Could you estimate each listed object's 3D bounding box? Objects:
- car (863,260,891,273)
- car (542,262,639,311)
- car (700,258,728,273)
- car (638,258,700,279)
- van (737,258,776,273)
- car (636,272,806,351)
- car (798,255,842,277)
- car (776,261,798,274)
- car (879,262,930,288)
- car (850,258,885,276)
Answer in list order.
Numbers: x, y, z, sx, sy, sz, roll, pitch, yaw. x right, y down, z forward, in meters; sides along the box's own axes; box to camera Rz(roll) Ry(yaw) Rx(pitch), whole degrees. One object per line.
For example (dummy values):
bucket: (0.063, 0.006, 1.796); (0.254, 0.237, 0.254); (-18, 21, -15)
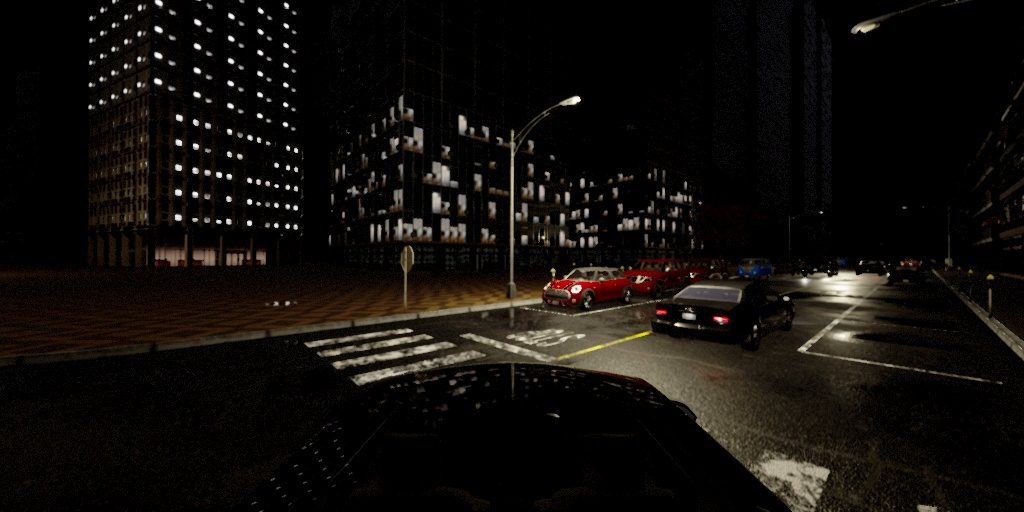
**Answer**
car: (43.208, 1.222, 42.410); (5.357, 1.411, 2.033); (0, 0, -41)
car: (3.072, 1.183, 14.484); (4.097, 1.591, 1.967); (0, 0, -42)
car: (11.517, 1.049, 21.982); (5.009, 1.841, 2.192); (0, 0, -42)
car: (7.294, 1.054, 18.233); (5.009, 1.841, 2.192); (0, 0, -42)
van: (19.962, 1.062, 29.480); (3.998, 1.789, 1.690); (0, 0, -42)
car: (5.517, 1.290, 9.047); (5.357, 1.411, 2.033); (0, 0, -42)
car: (29.825, 0.926, 34.641); (5.566, 2.045, 2.150); (0, 0, -42)
car: (28.407, 1.286, 36.979); (4.207, 1.307, 1.802); (0, 0, -42)
car: (25.541, 1.269, 23.227); (4.403, 1.370, 2.007); (0, 0, -42)
car: (35.548, 1.186, 35.589); (4.902, 1.511, 2.128); (0, 0, -42)
